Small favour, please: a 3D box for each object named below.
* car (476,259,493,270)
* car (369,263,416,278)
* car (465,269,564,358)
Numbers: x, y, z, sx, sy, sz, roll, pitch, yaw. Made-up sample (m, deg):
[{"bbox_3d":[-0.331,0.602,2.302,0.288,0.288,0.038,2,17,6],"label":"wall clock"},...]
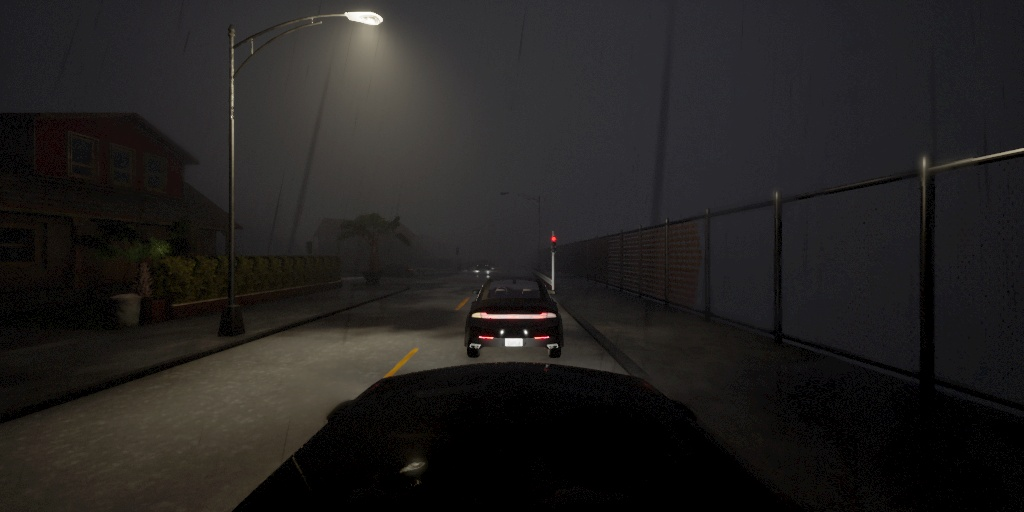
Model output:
[{"bbox_3d":[-4.111,1.254,51.850,1.837,1.490,4.892,0,0,0],"label":"car"},{"bbox_3d":[-10.955,1.313,32.762,4.181,1.385,1.994,0,0,-4],"label":"car"},{"bbox_3d":[0.052,1.241,8.465,2.128,1.511,4.902,0,0,0],"label":"car"}]
